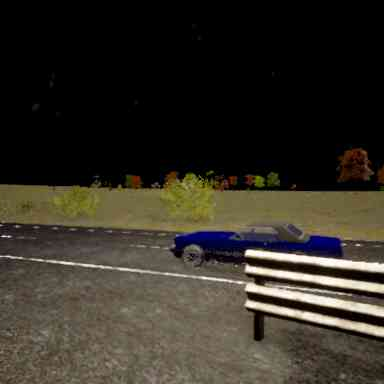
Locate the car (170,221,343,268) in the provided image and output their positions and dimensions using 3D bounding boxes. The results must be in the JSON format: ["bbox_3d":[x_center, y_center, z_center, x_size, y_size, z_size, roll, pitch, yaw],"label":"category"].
[{"bbox_3d":[1.782,1.515,9.669,4.718,1.301,1.895,0,0,23],"label":"car"}]
